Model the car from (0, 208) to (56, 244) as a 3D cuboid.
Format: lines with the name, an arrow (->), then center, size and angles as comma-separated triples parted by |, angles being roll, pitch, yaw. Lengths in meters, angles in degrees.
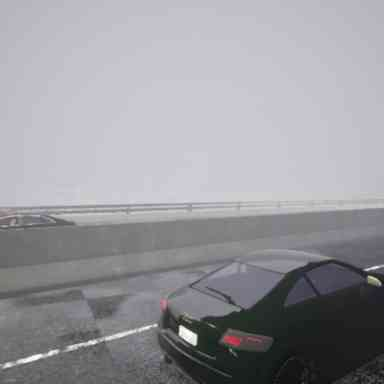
car -> -8.786, 1.520, 14.900 | 4.674, 1.442, 1.812 | 0, 0, -35

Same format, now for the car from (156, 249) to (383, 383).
car -> 1.589, 1.562, 4.861 | 4.181, 1.385, 1.994 | 0, 0, -35

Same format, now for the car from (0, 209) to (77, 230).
car -> -6.665, 1.487, 12.111 | 4.902, 1.511, 2.128 | 0, 0, -35
